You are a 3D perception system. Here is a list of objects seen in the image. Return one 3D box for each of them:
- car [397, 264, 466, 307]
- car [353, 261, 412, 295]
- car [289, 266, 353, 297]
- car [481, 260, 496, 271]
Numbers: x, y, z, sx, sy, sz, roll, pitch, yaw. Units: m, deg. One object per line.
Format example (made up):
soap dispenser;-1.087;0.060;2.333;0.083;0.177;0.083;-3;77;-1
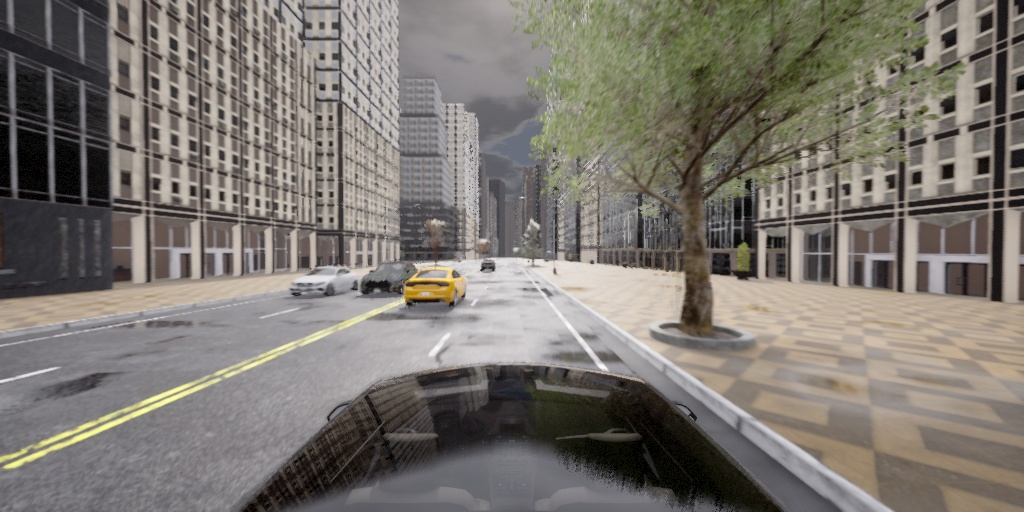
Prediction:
car;-3.147;1.228;15.525;1.882;1.535;5.008;0;0;0
car;-6.525;1.102;19.682;2.097;1.767;4.553;0;0;1
car;-9.778;1.276;19.165;1.812;1.442;4.674;0;0;1
car;-3.142;1.255;48.531;1.837;1.490;4.892;0;0;0
